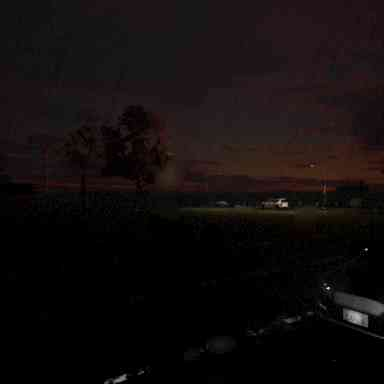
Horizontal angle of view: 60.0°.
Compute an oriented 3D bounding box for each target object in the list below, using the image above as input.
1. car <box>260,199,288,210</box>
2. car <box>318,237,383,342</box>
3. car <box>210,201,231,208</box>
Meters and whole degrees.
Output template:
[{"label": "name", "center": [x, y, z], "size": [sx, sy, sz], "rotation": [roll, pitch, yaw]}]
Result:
[{"label": "car", "center": [15.379, 2.348, 62.274], "size": [2.150, 2.045, 5.566], "rotation": [0, -1, -35]}, {"label": "car", "center": [4.311, 1.536, 6.157], "size": [4.902, 1.511, 2.128], "rotation": [0, 0, -36]}, {"label": "car", "center": [6.427, 2.772, 75.292], "size": [2.033, 1.411, 5.357], "rotation": [0, -1, -35]}]
